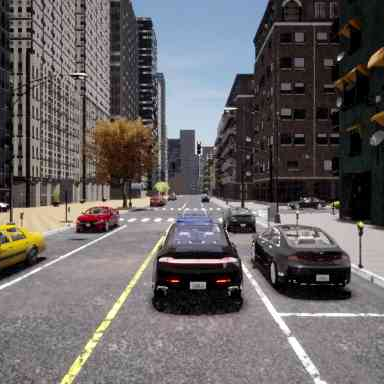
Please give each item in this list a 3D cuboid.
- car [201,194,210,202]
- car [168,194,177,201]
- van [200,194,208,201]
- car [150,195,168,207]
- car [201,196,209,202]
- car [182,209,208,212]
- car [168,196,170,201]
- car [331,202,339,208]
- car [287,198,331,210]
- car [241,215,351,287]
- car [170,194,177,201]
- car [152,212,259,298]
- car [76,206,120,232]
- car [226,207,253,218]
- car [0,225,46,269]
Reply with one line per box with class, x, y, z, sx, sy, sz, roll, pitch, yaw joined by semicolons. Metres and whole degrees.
car;3.023;1.630;74.639;1.947;1.339;4.313;0;0;0
car;-5.284;1.410;91.246;2.192;1.841;5.009;0;0;0
van;3.072;1.424;85.686;1.690;1.788;3.998;0;0;0
car;-5.457;1.349;52.586;2.192;1.841;5.009;0;0;0
car;3.049;1.599;80.332;1.752;1.417;4.829;0;0;0
car;0.159;1.605;18.613;1.895;1.301;4.718;0;0;1
car;-5.432;1.607;58.109;1.947;1.339;4.313;0;0;0
car;18.999;1.259;39.548;4.829;1.417;1.752;-1;1;0
car;13.602;1.359;39.518;4.403;1.369;2.008;-1;1;0
car;2.728;1.552;9.095;2.008;1.369;4.403;0;0;0
car;-5.308;1.649;85.724;1.947;1.339;4.313;0;0;0
car;0.126;1.492;8.496;2.128;1.511;4.902;0;0;0
car;-5.602;1.549;20.198;1.887;1.381;4.507;0;0;0
car;2.778;1.555;20.161;2.008;1.369;4.403;0;0;0
car;-5.653;1.526;8.963;1.752;1.417;4.829;0;0;0
